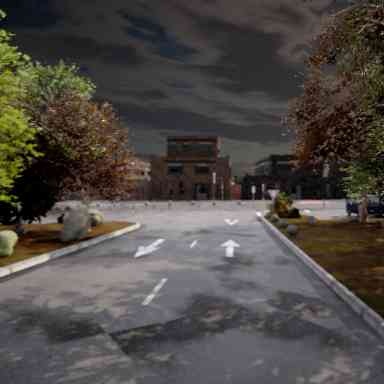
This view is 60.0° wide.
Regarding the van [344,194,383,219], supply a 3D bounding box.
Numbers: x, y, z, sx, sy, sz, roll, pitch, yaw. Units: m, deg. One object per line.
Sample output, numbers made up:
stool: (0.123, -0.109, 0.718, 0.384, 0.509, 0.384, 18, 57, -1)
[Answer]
van: (14.500, 1.184, 28.357, 1.878, 1.987, 4.442, -2, 1, 8)
